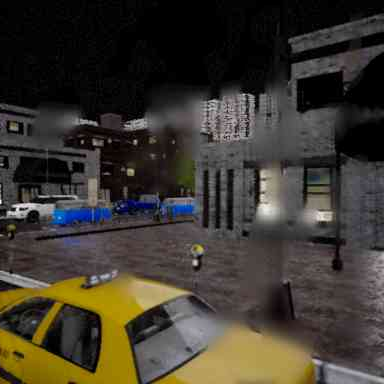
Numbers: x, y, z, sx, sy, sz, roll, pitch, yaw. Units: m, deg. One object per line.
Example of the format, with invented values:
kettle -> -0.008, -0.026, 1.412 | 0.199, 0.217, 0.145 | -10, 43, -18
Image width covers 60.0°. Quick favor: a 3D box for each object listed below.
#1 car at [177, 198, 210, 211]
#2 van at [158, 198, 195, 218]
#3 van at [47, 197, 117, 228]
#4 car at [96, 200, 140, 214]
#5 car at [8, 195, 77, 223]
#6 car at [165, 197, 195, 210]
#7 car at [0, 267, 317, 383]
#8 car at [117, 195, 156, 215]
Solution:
car -> 0.253, 1.592, 43.954 | 1.882, 1.535, 5.008 | 0, 0, 35
van -> -1.125, 1.459, 31.944 | 1.690, 1.788, 3.998 | 0, 0, 35
van -> -7.471, 1.429, 22.905 | 1.690, 1.788, 3.998 | 0, 0, 35
car -> -8.071, 1.591, 36.634 | 1.752, 1.417, 4.829 | 0, 0, 35
car -> -11.709, 1.276, 26.943 | 2.150, 2.045, 5.566 | 0, 0, 35
car -> -1.627, 1.540, 45.813 | 1.967, 1.590, 4.097 | 0, 0, 35
car -> -1.160, 1.528, 3.696 | 4.829, 1.417, 1.752 | 0, 0, 36
car -> -5.751, 1.304, 35.420 | 2.150, 2.045, 5.566 | 0, 0, 36
